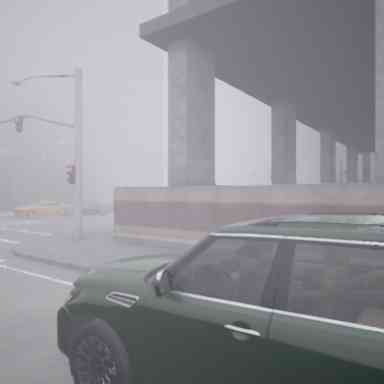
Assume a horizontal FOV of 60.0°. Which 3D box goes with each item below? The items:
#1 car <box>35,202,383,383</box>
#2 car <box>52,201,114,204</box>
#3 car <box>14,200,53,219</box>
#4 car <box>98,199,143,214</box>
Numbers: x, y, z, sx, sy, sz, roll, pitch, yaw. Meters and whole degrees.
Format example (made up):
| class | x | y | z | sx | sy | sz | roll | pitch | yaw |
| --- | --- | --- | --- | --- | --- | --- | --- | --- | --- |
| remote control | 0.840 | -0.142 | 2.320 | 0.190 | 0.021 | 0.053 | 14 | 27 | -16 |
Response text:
| class | x | y | z | sx | sy | sz | roll | pitch | yaw |
| --- | --- | --- | --- | --- | --- | --- | --- | --- | --- |
| car | 1.051 | 1.224 | 3.244 | 5.566 | 2.045 | 2.150 | 0 | 0 | 35 |
| car | -9.571 | 1.562 | 30.152 | 2.128 | 1.511 | 4.902 | 0 | 0 | 36 |
| car | -13.619 | 1.551 | 30.515 | 1.882 | 1.535 | 5.008 | 0 | 0 | 36 |
| car | -8.127 | 1.565 | 38.161 | 2.128 | 1.511 | 4.902 | 0 | 0 | 36 |
